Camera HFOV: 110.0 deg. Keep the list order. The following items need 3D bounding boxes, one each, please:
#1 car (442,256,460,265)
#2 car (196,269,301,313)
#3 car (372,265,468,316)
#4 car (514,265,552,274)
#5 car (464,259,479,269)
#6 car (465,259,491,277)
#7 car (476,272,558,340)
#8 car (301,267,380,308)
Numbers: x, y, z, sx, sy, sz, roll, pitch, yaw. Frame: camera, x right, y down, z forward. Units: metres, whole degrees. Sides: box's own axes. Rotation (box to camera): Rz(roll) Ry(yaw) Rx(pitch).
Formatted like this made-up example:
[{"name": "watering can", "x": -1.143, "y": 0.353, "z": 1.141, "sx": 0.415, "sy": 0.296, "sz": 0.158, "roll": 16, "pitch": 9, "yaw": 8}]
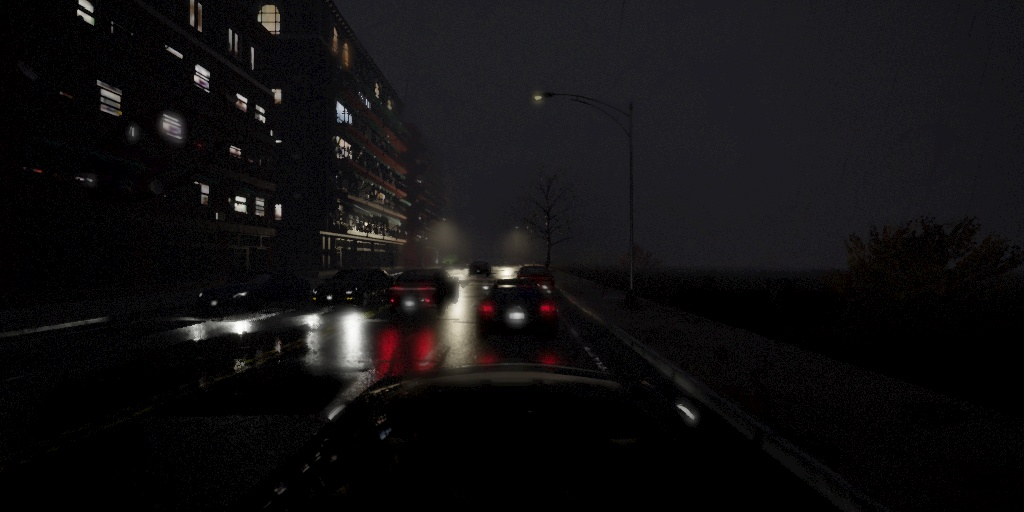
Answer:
[{"name": "car", "x": -9.793, "y": 0.973, "z": 57.666, "sx": 2.150, "sy": 2.045, "sz": 5.566, "roll": 0, "pitch": 0, "yaw": 0}, {"name": "car", "x": -9.843, "y": 1.277, "z": 14.176, "sx": 1.812, "sy": 1.442, "sz": 4.674, "roll": 0, "pitch": 0, "yaw": 0}, {"name": "car", "x": -3.142, "y": 1.242, "z": 13.450, "sx": 2.128, "sy": 1.511, "sz": 4.902, "roll": 0, "pitch": 0, "yaw": 0}, {"name": "car", "x": 1.149, "y": 1.230, "z": 18.960, "sx": 1.882, "sy": 1.535, "sz": 5.008, "roll": 0, "pitch": 0, "yaw": 0}, {"name": "car", "x": -6.538, "y": 1.256, "z": 58.726, "sx": 1.837, "sy": 1.490, "sz": 4.892, "roll": 0, "pitch": 0, "yaw": 0}, {"name": "car", "x": -3.124, "y": 1.230, "z": 35.634, "sx": 1.882, "sy": 1.535, "sz": 5.008, "roll": 0, "pitch": 0, "yaw": 0}, {"name": "car", "x": 0.107, "y": 1.315, "z": 10.040, "sx": 1.994, "sy": 1.385, "sz": 4.181, "roll": 0, "pitch": 0, "yaw": 0}, {"name": "car", "x": -6.591, "y": 1.257, "z": 15.377, "sx": 1.837, "sy": 1.490, "sz": 4.892, "roll": 0, "pitch": 0, "yaw": 0}]
